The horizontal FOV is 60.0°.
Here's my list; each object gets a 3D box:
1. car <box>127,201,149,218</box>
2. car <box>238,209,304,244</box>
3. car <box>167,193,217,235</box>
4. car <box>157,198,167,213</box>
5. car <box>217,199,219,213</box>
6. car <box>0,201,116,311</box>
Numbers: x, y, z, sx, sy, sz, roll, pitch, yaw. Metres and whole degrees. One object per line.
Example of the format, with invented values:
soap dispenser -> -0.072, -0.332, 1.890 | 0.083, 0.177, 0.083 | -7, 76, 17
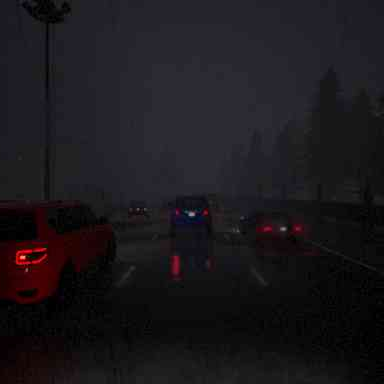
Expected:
car -> -4.883, 1.487, 30.006 | 2.033, 1.411, 5.357 | 0, 0, -10
car -> 3.492, 1.516, 15.614 | 2.033, 1.411, 5.357 | 0, 0, -2
car -> -0.149, 1.184, 18.762 | 2.150, 2.045, 5.566 | 0, 0, -3
car -> -2.567, 1.432, 36.076 | 1.837, 1.490, 4.892 | 0, 0, -12
car -> 1.225, 1.150, 35.280 | 2.150, 2.045, 5.566 | 0, 0, -11
car -> -3.397, 1.205, 7.858 | 2.150, 2.045, 5.566 | 0, 0, 0
